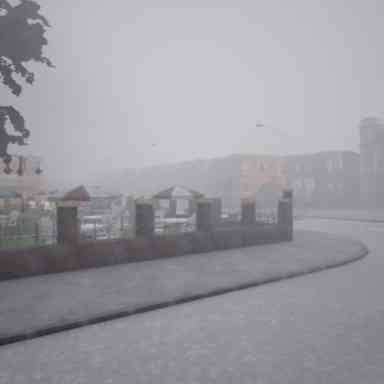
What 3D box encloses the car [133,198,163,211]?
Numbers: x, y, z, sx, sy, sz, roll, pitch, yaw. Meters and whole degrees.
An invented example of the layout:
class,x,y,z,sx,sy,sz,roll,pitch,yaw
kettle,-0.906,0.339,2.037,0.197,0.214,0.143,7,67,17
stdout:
class,x,y,z,sx,sy,sz,roll,pitch,yaw
car,-5.143,1.393,38.047,1.882,1.535,5.008,-1,0,-34
